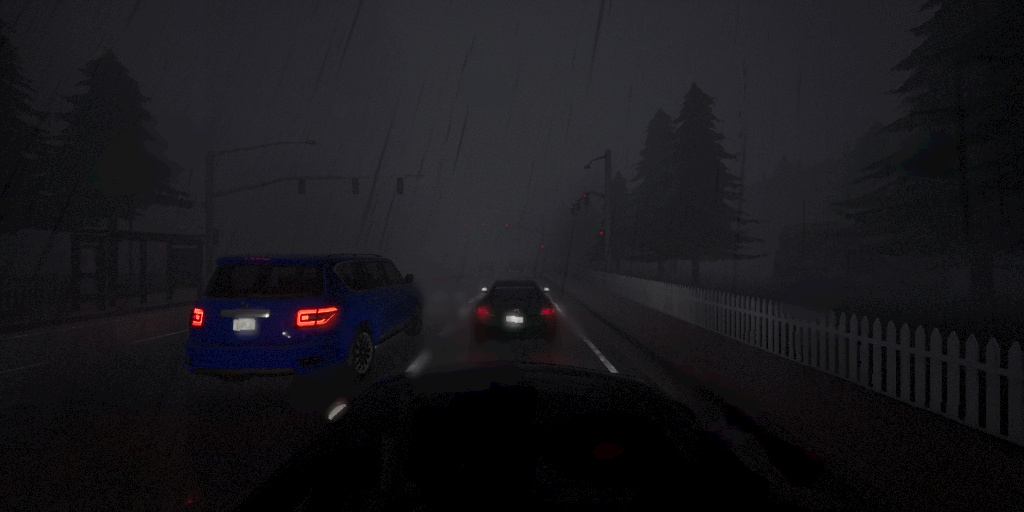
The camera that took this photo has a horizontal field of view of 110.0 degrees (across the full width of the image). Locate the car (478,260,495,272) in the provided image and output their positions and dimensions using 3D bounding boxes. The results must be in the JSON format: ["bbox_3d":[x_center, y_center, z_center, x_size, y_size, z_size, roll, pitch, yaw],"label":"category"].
[{"bbox_3d":[-3.222,1.242,45.571,2.128,1.511,4.902,0,0,1],"label":"car"}]

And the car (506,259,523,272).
[{"bbox_3d":[0.281,1.102,45.664,2.097,1.767,4.553,0,0,0],"label":"car"}]

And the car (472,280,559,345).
[{"bbox_3d":[0.089,1.314,9.556,1.994,1.385,4.181,0,0,1],"label":"car"}]

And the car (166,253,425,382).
[{"bbox_3d":[-3.404,0.972,7.276,2.150,2.045,5.566,0,0,0],"label":"car"}]
